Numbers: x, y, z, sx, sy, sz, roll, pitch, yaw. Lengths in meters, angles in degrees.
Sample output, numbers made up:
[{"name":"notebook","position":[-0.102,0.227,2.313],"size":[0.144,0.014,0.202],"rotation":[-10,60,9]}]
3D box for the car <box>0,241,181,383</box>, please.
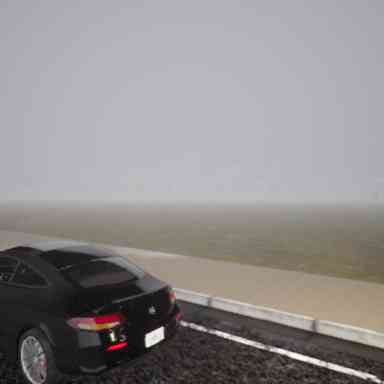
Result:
[{"name":"car","position":[-2.307,1.512,5.212],"size":[4.674,1.442,1.812],"rotation":[0,0,36]}]
